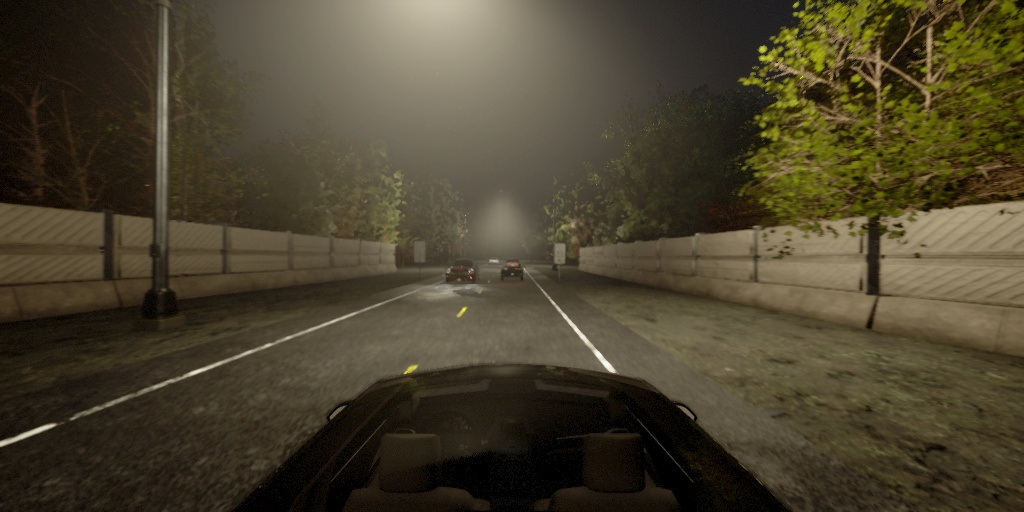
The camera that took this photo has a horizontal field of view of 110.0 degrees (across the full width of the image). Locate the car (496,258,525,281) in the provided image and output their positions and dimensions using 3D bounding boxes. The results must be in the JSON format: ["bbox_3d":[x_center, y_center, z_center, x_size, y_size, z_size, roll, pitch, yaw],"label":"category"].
[{"bbox_3d":[0.020,1.185,29.763,2.128,1.511,4.902,1,0,0],"label":"car"}]

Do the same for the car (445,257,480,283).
[{"bbox_3d":[-3.565,1.002,26.490,2.097,1.767,4.553,1,1,0],"label":"car"}]
